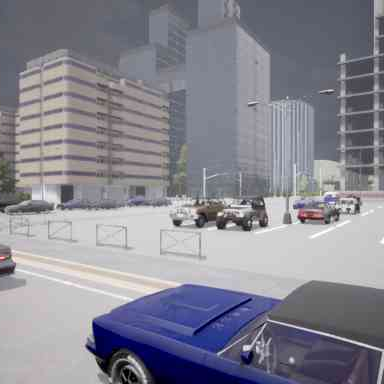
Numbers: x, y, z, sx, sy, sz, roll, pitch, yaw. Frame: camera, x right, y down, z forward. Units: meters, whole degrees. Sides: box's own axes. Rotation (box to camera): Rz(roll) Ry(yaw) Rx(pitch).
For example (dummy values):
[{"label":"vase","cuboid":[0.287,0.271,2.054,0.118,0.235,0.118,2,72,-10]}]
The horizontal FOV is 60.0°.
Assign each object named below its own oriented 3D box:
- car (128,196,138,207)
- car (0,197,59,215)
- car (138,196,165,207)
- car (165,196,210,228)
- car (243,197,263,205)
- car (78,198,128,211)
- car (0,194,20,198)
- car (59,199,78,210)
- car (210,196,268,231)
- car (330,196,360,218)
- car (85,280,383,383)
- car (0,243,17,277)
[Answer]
[{"label":"car","cuboid":[-8.870,1.352,50.934,2.097,1.767,4.553,0,0,35]},{"label":"car","cuboid":[-16.312,1.526,33.593,1.812,1.442,4.674,0,0,34]},{"label":"car","cuboid":[-5.187,1.547,50.179,2.033,1.411,5.357,0,0,34]},{"label":"car","cuboid":[0.645,1.153,20.945,1.932,1.855,4.605,0,0,34]},{"label":"car","cuboid":[11.358,1.601,61.948,1.895,1.301,4.718,0,0,35]},{"label":"car","cuboid":[-10.981,1.547,41.564,2.033,1.411,5.357,0,0,34]},{"label":"car","cuboid":[-20.259,1.222,34.031,2.150,2.045,5.566,0,0,34]},{"label":"car","cuboid":[-14.549,1.547,42.539,2.033,1.411,5.357,0,0,34]},{"label":"car","cuboid":[3.012,1.156,19.279,1.905,1.878,3.866,0,0,34]},{"label":"car","cuboid":[15.038,1.395,32.232,1.970,1.475,3.806,0,0,34]},{"label":"car","cuboid":[1.120,1.601,3.191,4.718,1.301,1.895,0,0,35]},{"label":"car","cuboid":[-6.724,1.547,8.707,5.357,1.411,2.033,0,0,35]}]
